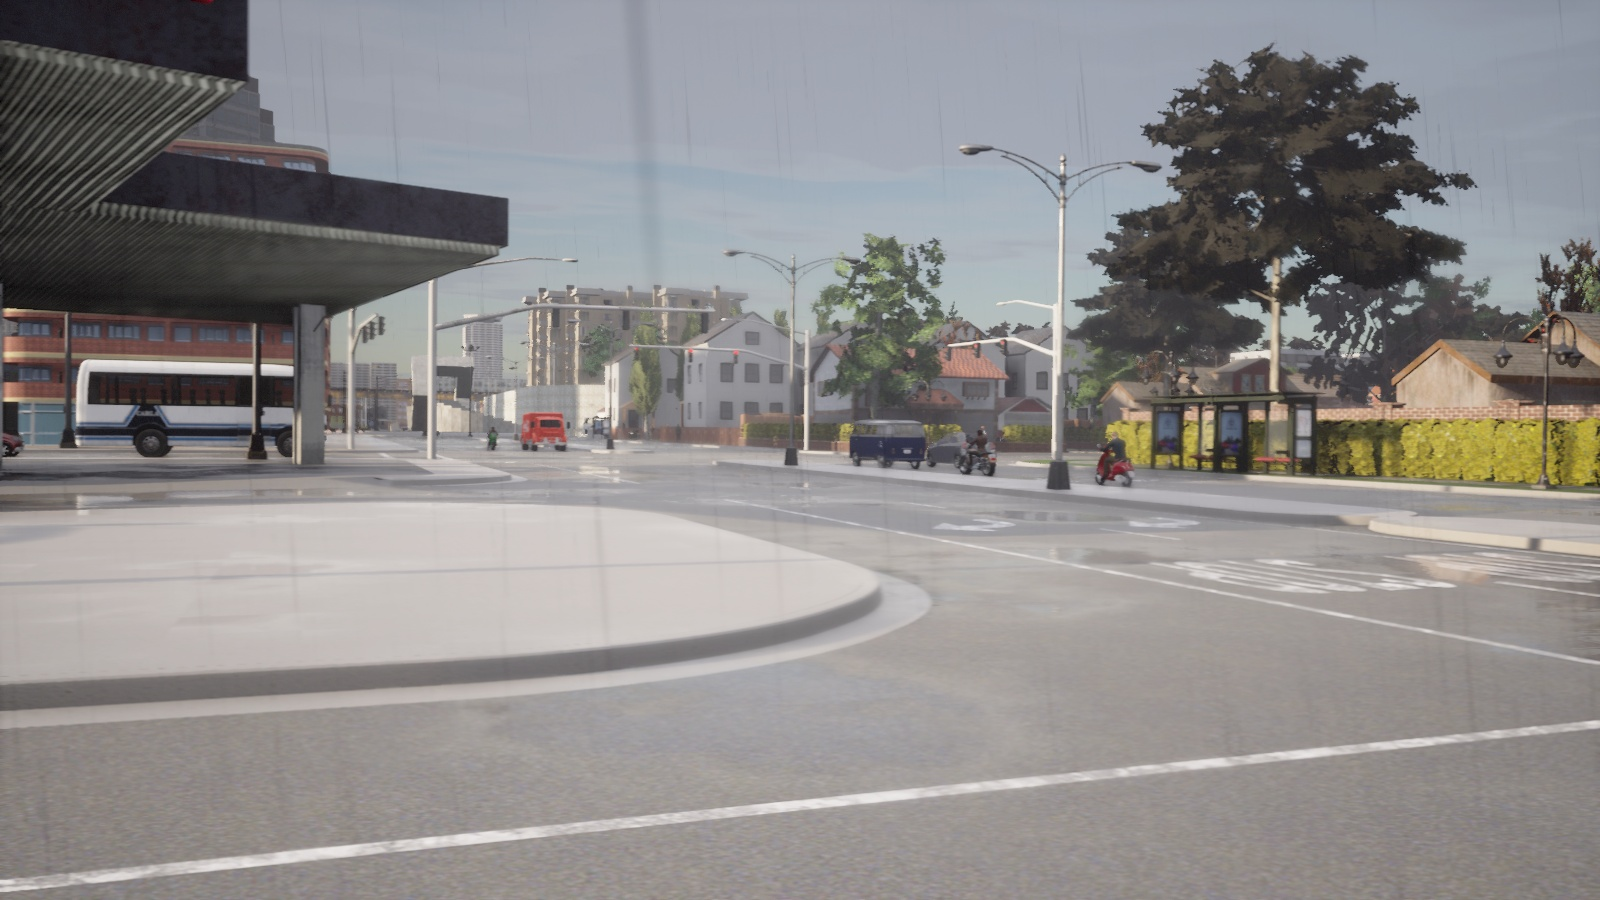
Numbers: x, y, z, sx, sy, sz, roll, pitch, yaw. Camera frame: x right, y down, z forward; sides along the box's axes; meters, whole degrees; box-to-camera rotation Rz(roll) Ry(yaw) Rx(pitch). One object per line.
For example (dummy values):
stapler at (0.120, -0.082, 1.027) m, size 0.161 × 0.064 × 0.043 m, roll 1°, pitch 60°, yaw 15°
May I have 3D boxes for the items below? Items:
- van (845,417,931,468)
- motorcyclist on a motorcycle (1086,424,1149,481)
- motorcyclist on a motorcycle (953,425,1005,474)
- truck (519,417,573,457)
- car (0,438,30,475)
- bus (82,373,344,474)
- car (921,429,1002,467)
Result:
van at (3.528, -0.318, 51.161) m, size 1.775 × 1.987 × 4.442 m, roll -1°, pitch 1°, yaw -21°
motorcyclist on a motorcycle at (9.160, 0.062, 36.341) m, size 0.866 × 1.590 × 1.817 m, roll -1°, pitch 1°, yaw -21°
motorcyclist on a motorcycle at (6.253, -0.034, 43.995) m, size 0.766 × 1.649 × 2.350 m, roll -1°, pitch 1°, yaw -21°
truck at (-16.501, -0.832, 81.351) m, size 2.627 × 2.467 × 5.204 m, roll -1°, pitch 1°, yaw -21°
car at (-34.860, 0.292, 53.054) m, size 3.705 × 1.549 × 1.789 m, roll -1°, pitch 1°, yaw -22°
bus at (-26.096, -1.214, 56.530) m, size 10.273 × 4.253 × 3.944 m, roll -1°, pitch 1°, yaw -22°
car at (6.724, -0.115, 52.613) m, size 1.845 × 1.501 × 3.633 m, roll -1°, pitch 1°, yaw -21°
